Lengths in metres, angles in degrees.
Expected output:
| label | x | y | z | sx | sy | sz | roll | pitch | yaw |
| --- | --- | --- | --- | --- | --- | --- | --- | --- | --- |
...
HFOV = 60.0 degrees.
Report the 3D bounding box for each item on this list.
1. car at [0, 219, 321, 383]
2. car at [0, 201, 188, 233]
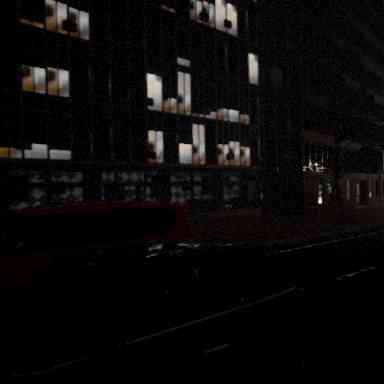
| label | x | y | z | sx | sy | sz | roll | pitch | yaw |
| --- | --- | --- | --- | --- | --- | --- | --- | --- | --- |
| car | -0.812 | 1.348 | 3.207 | 4.553 | 1.767 | 2.097 | -1 | 0 | -36 |
| car | -2.396 | 1.218 | 6.037 | 5.566 | 2.045 | 2.150 | 0 | 0 | -36 |
